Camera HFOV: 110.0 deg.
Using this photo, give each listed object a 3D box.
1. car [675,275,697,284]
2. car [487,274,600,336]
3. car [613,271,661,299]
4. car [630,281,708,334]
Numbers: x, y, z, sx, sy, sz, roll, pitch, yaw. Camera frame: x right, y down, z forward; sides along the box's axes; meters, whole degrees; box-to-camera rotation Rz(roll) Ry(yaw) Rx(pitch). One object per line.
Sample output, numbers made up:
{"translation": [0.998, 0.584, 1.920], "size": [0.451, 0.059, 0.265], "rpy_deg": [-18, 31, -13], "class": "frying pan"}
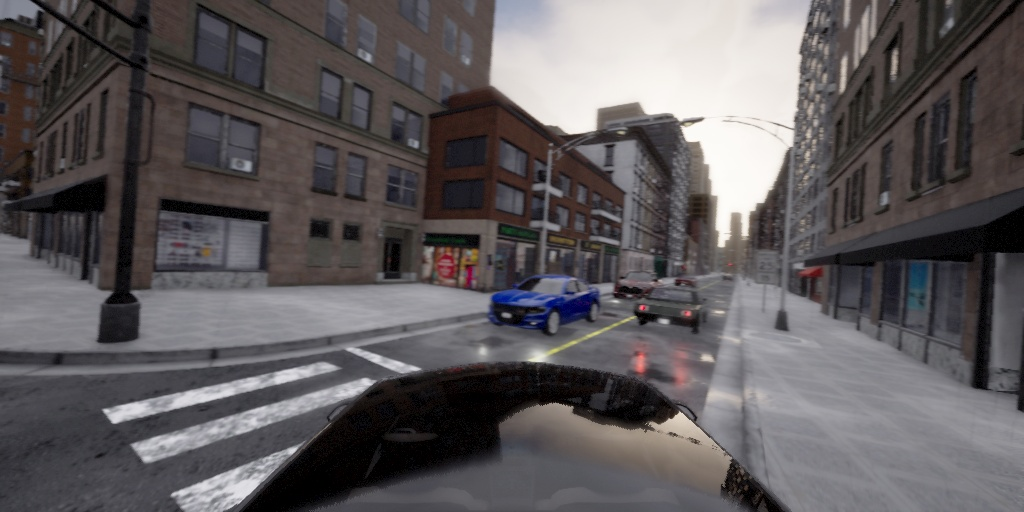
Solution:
{"translation": [19.336, 2.789, 39.806], "size": [1.895, 1.301, 4.718], "rpy_deg": [4, 0, 32], "class": "car"}
{"translation": [1.211, 1.337, 11.233], "size": [1.882, 1.535, 5.008], "rpy_deg": [4, 0, 32], "class": "car"}
{"translation": [7.631, 1.682, 21.396], "size": [2.097, 1.767, 4.553], "rpy_deg": [4, 0, 32], "class": "car"}
{"translation": [5.835, 1.783, 12.778], "size": [1.895, 1.301, 4.718], "rpy_deg": [4, 0, 32], "class": "car"}
